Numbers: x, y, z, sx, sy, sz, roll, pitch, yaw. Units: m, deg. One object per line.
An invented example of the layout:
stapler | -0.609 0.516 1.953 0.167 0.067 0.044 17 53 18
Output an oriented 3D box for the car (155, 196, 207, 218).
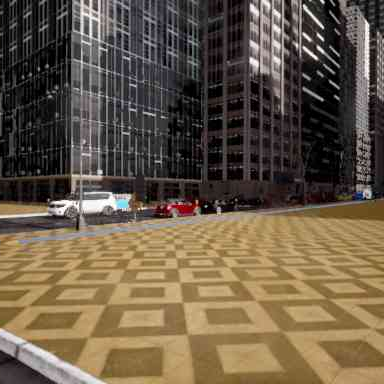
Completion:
car | -1.047 1.226 27.033 1.967 1.590 4.097 1 1 40

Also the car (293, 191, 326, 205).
car | 17.326 0.873 48.744 2.192 1.841 5.009 1 1 40

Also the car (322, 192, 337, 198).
car | 33.123 0.812 80.165 1.947 1.339 4.313 1 1 40

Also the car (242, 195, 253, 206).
car | 8.504 1.132 47.257 2.033 1.411 5.357 0 1 41

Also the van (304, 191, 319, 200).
van | 25.737 0.677 71.507 1.690 1.788 3.998 1 1 40

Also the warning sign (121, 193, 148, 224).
warning sign | -3.545 0.965 20.655 1.300 1.860 1.060 0 0 40

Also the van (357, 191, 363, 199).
van | 35.792 0.673 70.378 1.690 1.788 3.998 1 1 40

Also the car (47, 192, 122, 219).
car | -8.797 1.019 27.071 2.150 2.045 5.566 0 1 40

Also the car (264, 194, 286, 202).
car | 14.656 1.037 58.530 1.947 1.339 4.313 1 1 40

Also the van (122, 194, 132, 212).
van | -7.594 1.085 32.645 1.690 1.788 3.998 1 1 40

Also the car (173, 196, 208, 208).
car | -0.123 1.198 41.229 1.887 1.381 4.507 1 1 40

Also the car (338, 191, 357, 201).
car | 28.515 0.946 61.856 1.752 1.417 4.829 1 1 40

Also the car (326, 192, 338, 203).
car | 21.019 0.828 53.070 2.192 1.841 5.009 1 1 40

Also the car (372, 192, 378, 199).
car | 39.484 0.837 74.709 2.008 1.369 4.403 1 1 40

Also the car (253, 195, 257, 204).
car | 10.842 1.147 45.229 2.033 1.411 5.357 0 1 41

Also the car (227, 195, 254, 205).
car | 7.268 1.128 49.876 1.947 1.339 4.313 1 1 40

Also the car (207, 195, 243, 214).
car | 2.602 1.306 31.398 1.947 1.339 4.313 1 1 40

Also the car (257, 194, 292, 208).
car | 9.938 1.231 40.094 1.802 1.307 4.206 1 1 40
